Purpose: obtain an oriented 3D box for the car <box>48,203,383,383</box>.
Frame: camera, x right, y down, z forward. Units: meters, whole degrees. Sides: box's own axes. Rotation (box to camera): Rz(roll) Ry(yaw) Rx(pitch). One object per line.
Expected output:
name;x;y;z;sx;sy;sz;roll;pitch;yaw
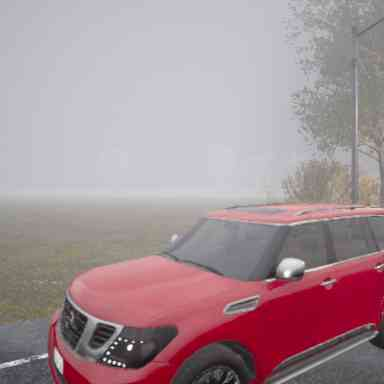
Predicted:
car;1.047;1.220;4.657;5.566;2.045;2.150;0;0;-34
